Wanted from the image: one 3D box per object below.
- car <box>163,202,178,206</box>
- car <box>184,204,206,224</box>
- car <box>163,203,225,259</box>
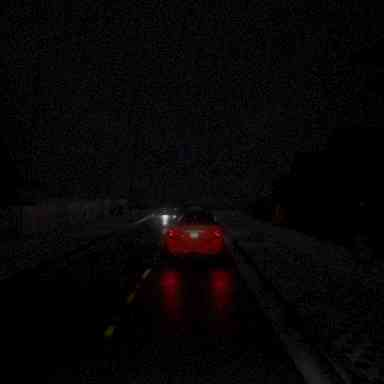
[{"bbox_3d":[-2.384,1.969,40.476,1.837,1.490,4.892,0,-1,1],"label":"car"},{"bbox_3d":[0.289,1.848,28.805,1.812,1.442,4.674,0,0,1],"label":"car"},{"bbox_3d":[0.118,1.497,13.337,2.097,1.767,4.553,0,-1,1],"label":"car"}]
